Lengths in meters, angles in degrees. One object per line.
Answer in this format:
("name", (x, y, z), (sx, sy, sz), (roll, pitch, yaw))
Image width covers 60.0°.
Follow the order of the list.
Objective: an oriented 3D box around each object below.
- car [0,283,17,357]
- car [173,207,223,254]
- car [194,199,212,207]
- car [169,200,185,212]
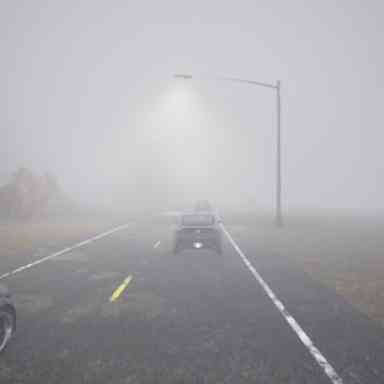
("car", (-3.570, 1.588, 3.192), (1.994, 1.385, 4.181), (0, -1, 0))
("car", (0.263, 1.634, 14.196), (1.837, 1.490, 4.892), (0, 0, 1))
("car", (1.316, 1.724, 40.419), (2.097, 1.767, 4.553), (0, -1, 3))
("car", (-2.001, 1.916, 45.947), (2.128, 1.511, 4.902), (0, -1, 4))
